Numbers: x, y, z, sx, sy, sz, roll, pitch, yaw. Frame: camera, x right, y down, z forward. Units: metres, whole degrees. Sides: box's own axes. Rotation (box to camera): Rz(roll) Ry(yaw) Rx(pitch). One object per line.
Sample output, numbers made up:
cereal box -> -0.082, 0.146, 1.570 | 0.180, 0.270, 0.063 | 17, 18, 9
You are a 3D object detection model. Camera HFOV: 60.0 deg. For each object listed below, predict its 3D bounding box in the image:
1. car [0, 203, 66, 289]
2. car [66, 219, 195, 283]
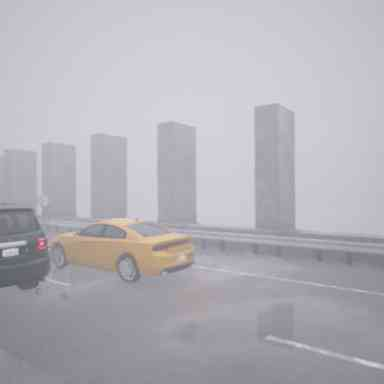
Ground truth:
car -> -5.747, 1.299, 8.168 | 5.566, 2.045, 2.150 | 0, 0, 36
car -> -2.238, 1.539, 9.944 | 5.008, 1.535, 1.882 | 0, 0, 36
